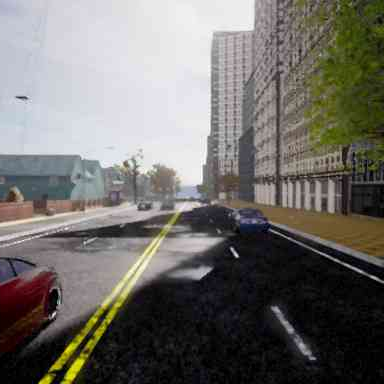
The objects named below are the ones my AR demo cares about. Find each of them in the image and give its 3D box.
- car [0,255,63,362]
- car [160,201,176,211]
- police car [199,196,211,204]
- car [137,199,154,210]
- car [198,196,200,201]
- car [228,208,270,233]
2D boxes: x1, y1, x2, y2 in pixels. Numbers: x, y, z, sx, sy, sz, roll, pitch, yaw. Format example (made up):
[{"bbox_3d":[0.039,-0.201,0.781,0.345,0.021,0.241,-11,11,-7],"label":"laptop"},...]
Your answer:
[{"bbox_3d":[-3.350,1.588,4.430,1.994,1.385,4.181,0,0,0],"label":"car"},{"bbox_3d":[-3.336,1.878,46.318,1.895,1.301,4.718,0,0,0],"label":"car"},{"bbox_3d":[3.238,1.915,75.029,1.930,1.638,5.238,0,0,0],"label":"police car"},{"bbox_3d":[-6.579,1.778,47.400,2.128,1.511,4.902,0,-1,0],"label":"car"},{"bbox_3d":[3.237,2.079,85.952,2.163,1.488,4.792,0,0,0],"label":"car"},{"bbox_3d":[3.348,1.662,20.331,2.033,1.411,5.357,0,0,0],"label":"car"}]
